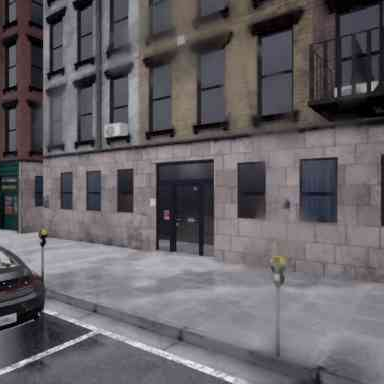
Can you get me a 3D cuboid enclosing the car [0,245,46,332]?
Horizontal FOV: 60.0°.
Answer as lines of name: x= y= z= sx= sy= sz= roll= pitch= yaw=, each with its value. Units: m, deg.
car: x=-4.360 y=1.550 z=5.909 sx=4.403 sy=1.369 sz=2.008 roll=0 pitch=0 yaw=35
